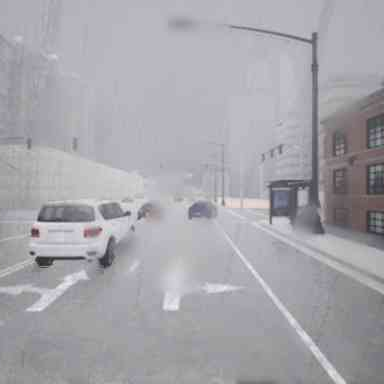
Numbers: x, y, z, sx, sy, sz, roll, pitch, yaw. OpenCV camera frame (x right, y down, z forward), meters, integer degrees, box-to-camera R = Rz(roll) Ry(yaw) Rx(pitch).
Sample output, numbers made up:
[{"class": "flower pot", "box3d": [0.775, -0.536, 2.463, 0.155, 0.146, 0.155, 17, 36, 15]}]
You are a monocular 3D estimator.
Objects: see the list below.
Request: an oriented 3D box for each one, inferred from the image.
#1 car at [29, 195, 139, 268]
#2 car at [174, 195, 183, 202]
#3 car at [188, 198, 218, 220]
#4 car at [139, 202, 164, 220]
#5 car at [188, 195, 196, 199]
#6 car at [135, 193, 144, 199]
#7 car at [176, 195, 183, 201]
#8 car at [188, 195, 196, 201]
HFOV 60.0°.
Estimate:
[{"class": "car", "box3d": [-3.470, 1.250, 11.534, 2.150, 2.045, 5.566, 0, 0, 0]}, {"class": "car", "box3d": [-3.506, 1.778, 83.628, 1.895, 1.301, 4.718, 0, 0, 0]}, {"class": "car", "box3d": [1.036, 1.543, 28.711, 1.882, 1.535, 5.008, 0, 0, 13]}, {"class": "car", "box3d": [-3.452, 1.590, 28.330, 1.812, 1.442, 4.674, 0, 0, 1]}, {"class": "car", "box3d": [-0.006, 1.658, 83.181, 1.882, 1.535, 5.008, 0, 0, 0]}, {"class": "car", "box3d": [-14.007, 1.162, 88.167, 2.150, 2.045, 5.566, 0, 0, 0]}, {"class": "car", "box3d": [-3.507, 1.654, 93.599, 1.994, 1.385, 4.181, 0, 0, 0]}, {"class": "car", "box3d": [-0.007, 1.642, 93.600, 2.033, 1.411, 5.357, 0, 0, 0]}]
